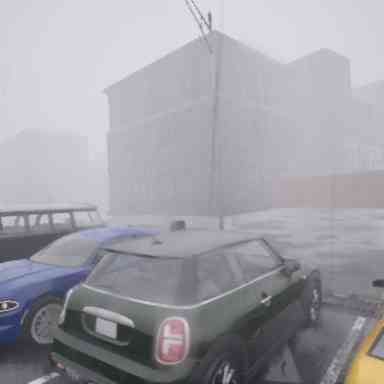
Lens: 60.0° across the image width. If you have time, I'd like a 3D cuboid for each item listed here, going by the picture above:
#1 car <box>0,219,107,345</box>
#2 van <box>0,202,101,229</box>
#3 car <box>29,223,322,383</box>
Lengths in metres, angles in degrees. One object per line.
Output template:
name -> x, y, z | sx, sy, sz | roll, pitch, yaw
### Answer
car -> -1.862, 1.486, 6.653 | 2.097, 1.535, 5.008 | -1, 0, 35
van -> -4.059, 1.284, 8.356 | 1.878, 1.987, 4.442 | -1, -1, 35
car -> 0.387, 1.355, 5.004 | 2.185, 1.767, 4.553 | 0, 0, 35
